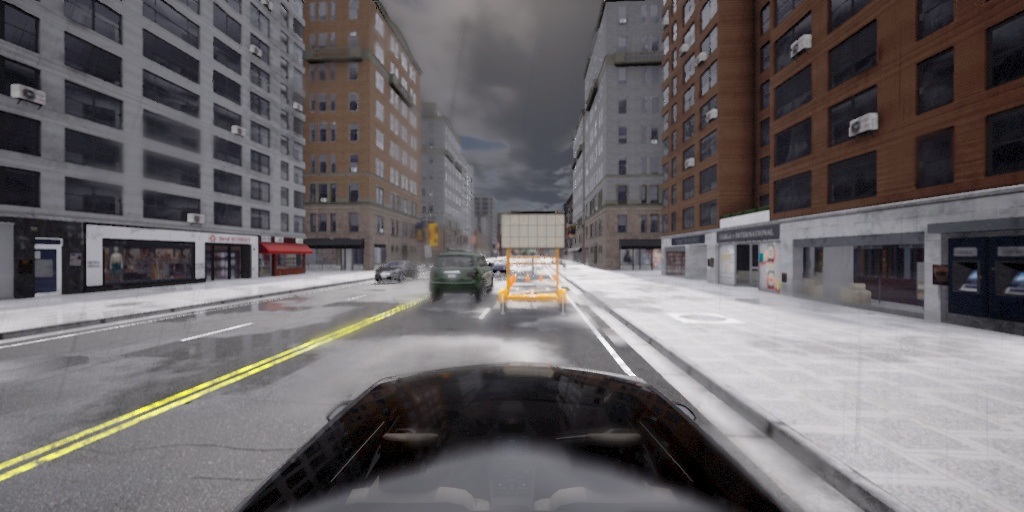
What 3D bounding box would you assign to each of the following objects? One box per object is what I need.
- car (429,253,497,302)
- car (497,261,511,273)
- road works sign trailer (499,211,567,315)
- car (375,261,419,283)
[{"bbox_3d":[-2.181,0.883,16.736,2.150,2.045,5.566,0,0,4],"label":"car"},{"bbox_3d":[-1.106,1.161,35.095,1.895,1.301,4.718,0,0,3],"label":"car"},{"bbox_3d":[0.773,0.148,13.298,2.380,3.560,2.880,0,0,3],"label":"road works sign trailer"},{"bbox_3d":[-8.334,1.101,26.270,2.128,1.511,4.902,0,0,3],"label":"car"}]
